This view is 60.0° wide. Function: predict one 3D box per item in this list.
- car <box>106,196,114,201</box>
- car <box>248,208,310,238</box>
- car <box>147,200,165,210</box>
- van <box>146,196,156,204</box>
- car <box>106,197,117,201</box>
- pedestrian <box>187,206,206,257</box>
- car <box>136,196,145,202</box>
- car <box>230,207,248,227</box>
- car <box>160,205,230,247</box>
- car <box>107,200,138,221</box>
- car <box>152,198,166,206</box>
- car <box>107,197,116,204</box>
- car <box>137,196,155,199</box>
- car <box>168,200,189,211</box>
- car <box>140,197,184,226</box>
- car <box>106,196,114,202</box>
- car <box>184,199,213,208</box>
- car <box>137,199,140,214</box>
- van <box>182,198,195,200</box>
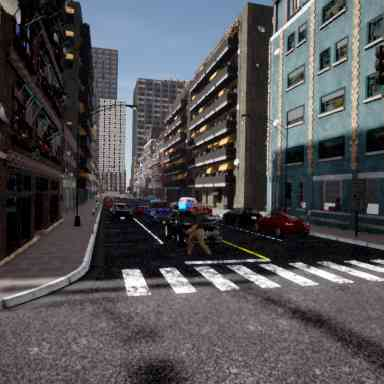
[{"bbox_3d":[-22.661,1.801,91.671,1.887,1.381,4.507,1,0,-15],"label":"car"},{"bbox_3d":[5.053,1.777,18.981,1.802,1.307,4.206,1,0,-15],"label":"car"},{"bbox_3d":[-5.297,1.828,48.280,1.895,1.301,4.718,1,0,-15],"label":"car"},{"bbox_3d":[-8.949,1.687,72.412,1.690,1.788,3.998,1,0,-15],"label":"van"},{"bbox_3d":[-10.057,1.653,43.584,1.887,1.381,4.507,1,0,-15],"label":"car"},{"bbox_3d":[0.165,1.349,11.414,0.375,1.860,0.375,1,0,-15],"label":"pedestrian"},{"bbox_3d":[-14.552,1.965,93.781,2.008,1.369,4.403,1,0,-15],"label":"car"},{"bbox_3d":[3.653,1.774,24.324,1.947,1.339,4.313,1,0,-15],"label":"car"},{"bbox_3d":[-0.070,1.586,15.705,1.837,1.490,4.892,1,0,-14],"label":"car"},{"bbox_3d":[-5.857,1.631,27.555,1.947,1.339,4.313,1,0,-15],"label":"car"},{"bbox_3d":[-6.193,1.839,61.889,1.752,1.417,4.829,1,0,-15],"label":"car"},{"bbox_3d":[-17.016,1.713,70.135,1.752,1.417,4.829,1,0,-15],"label":"car"},{"bbox_3d":[-8.475,1.826,60.415,1.994,1.385,4.181,1,0,-15],"label":"car"},{"bbox_3d":[-1.949,1.832,45.696,1.947,1.339,4.313,1,0,-15],"label":"car"},{"bbox_3d":[-2.349,1.456,24.441,2.097,1.767,4.553,1,0,-15],"label":"car"},{"bbox_3d":[-21.260,1.805,86.327,1.947,1.339,4.313,1,0,-15],"label":"car"},{"bbox_3d":[0.852,1.782,35.010,1.887,1.381,4.507,1,0,-15],"label":"car"},{"bbox_3d":[-4.881,1.694,34.091,1.994,1.385,4.181,1,0,-15],"label":"car"},{"bbox_3d":[-0.546,1.593,40.354,1.690,1.788,3.998,1,0,-15],"label":"van"}]
